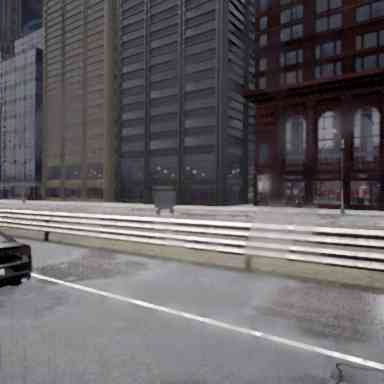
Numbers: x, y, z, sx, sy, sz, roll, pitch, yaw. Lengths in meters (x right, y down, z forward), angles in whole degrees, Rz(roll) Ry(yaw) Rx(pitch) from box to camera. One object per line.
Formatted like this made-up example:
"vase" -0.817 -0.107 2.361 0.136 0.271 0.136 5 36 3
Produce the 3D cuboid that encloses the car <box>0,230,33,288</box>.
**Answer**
"car" -5.962 1.505 8.240 5.008 1.535 1.882 0 0 35
